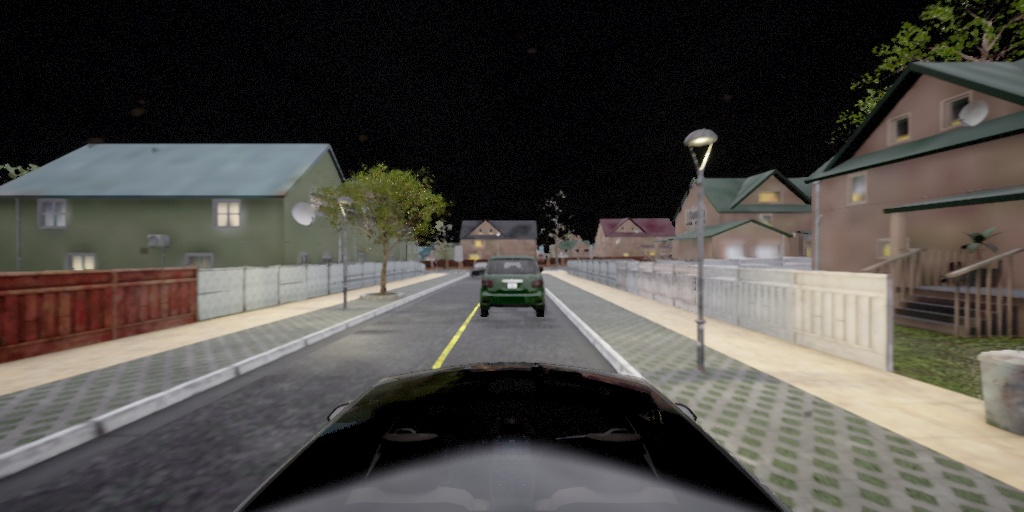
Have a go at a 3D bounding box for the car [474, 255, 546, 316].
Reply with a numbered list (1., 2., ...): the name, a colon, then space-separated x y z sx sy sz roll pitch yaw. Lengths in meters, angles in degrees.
1. car: 0.037 0.993 13.546 2.150 2.045 5.566 0 0 1

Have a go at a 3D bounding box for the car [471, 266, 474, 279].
1. car: -2.787 1.312 34.287 1.882 1.535 5.008 0 -1 1
